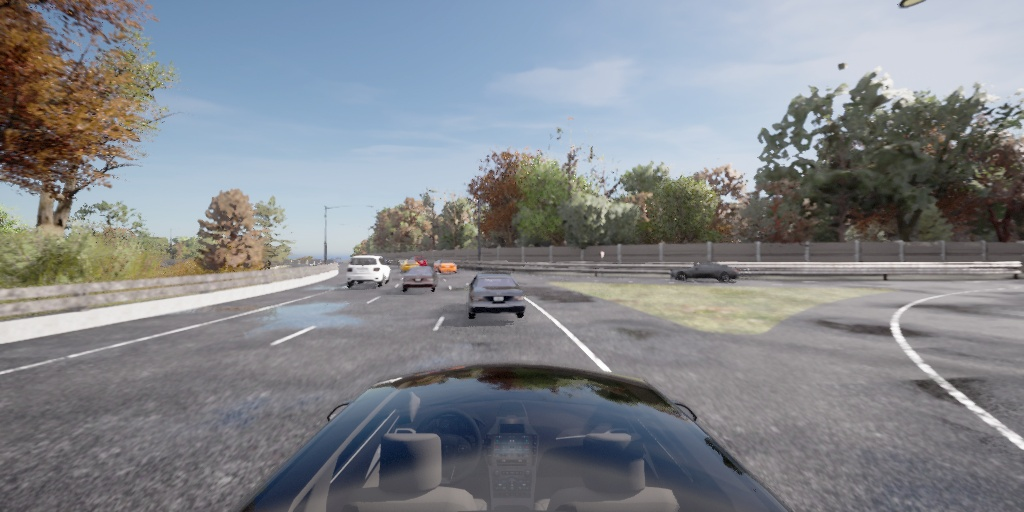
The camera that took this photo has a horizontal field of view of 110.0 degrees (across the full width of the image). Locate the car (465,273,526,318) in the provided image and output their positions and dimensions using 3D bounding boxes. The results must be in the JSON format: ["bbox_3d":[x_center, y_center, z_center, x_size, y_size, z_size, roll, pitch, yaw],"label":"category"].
[{"bbox_3d":[-0.687,1.306,13.032,2.033,1.411,5.357,0,0,-7],"label":"car"}]

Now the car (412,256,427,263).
[{"bbox_3d":[-15.303,1.055,57.603,2.150,2.045,5.566,0,0,-30],"label":"car"}]

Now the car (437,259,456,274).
[{"bbox_3d":[-8.009,1.152,42.285,2.097,1.767,4.553,0,0,-21],"label":"car"}]

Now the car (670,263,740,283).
[{"bbox_3d":[14.581,1.235,27.279,4.674,1.442,1.812,0,0,20],"label":"car"}]

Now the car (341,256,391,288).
[{"bbox_3d":[-9.777,1.018,24.736,2.150,2.045,5.566,0,0,-12],"label":"car"}]

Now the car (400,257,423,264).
[{"bbox_3d":[-12.967,1.297,45.399,1.882,1.535,5.008,0,0,-23],"label":"car"}]

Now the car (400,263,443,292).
[{"bbox_3d":[-5.469,1.327,21.719,2.033,1.411,5.357,0,0,-10],"label":"car"}]
